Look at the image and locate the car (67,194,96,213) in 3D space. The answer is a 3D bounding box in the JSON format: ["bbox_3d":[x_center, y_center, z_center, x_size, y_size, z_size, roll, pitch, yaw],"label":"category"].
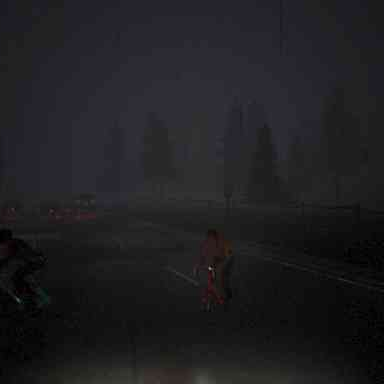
[{"bbox_3d":[-12.317,1.221,37.468,2.150,2.045,5.566,0,0,-26],"label":"car"}]

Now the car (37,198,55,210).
[{"bbox_3d":[-19.037,1.564,43.332,1.994,1.385,4.181,0,0,-27],"label":"car"}]

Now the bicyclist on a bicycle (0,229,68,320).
[{"bbox_3d":[-3.026,1.455,5.719,1.656,1.620,0.582,-2,1,-14],"label":"bicyclist on a bicycle"}]

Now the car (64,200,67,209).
[{"bbox_3d":[-16.581,1.526,46.124,1.812,1.442,4.674,0,0,-26],"label":"car"}]

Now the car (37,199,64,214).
[{"bbox_3d":[-15.061,1.601,35.261,1.895,1.301,4.718,0,0,-26],"label":"car"}]

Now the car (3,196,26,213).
[{"bbox_3d":[-19.807,1.505,36.975,1.837,1.490,4.892,0,0,-26],"label":"car"}]

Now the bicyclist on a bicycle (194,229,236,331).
[{"bbox_3d":[0.447,1.455,5.869,0.582,1.620,1.656,0,2,30],"label":"bicyclist on a bicycle"}]
